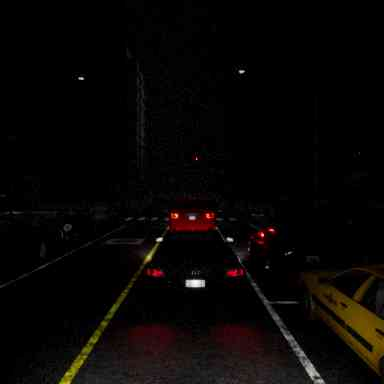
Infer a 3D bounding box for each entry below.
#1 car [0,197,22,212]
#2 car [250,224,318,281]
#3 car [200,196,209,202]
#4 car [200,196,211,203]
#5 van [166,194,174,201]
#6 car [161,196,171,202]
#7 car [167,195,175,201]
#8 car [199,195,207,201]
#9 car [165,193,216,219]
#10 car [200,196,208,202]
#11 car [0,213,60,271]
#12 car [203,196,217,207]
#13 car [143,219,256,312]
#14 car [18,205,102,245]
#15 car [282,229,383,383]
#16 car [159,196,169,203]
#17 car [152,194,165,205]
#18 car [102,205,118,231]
[{"bbox_3d":[-19.040,1.135,32.062,5.008,1.535,1.882,1,0,1],"label":"car"},{"bbox_3d":[2.769,1.566,9.677,1.947,1.339,4.313,0,0,0],"label":"car"},{"bbox_3d":[2.819,1.568,74.309,1.887,1.381,4.507,0,0,0],"label":"car"},{"bbox_3d":[2.815,1.571,68.871,2.008,1.369,4.403,0,0,0],"label":"car"},{"bbox_3d":[-5.698,1.372,85.191,1.690,1.788,3.998,0,0,0],"label":"van"},{"bbox_3d":[-5.706,1.548,74.146,1.752,1.417,4.829,0,0,0],"label":"car"},{"bbox_3d":[-5.693,1.585,90.629,2.008,1.369,4.403,0,0,0],"label":"car"},{"bbox_3d":[2.828,1.556,85.354,1.752,1.417,4.829,0,0,0],"label":"car"},{"bbox_3d":[0.016,1.223,17.227,2.150,2.045,5.566,0,0,0],"label":"car"},{"bbox_3d":[2.823,1.572,79.747,1.887,1.381,4.507,0,0,0],"label":"car"},{"bbox_3d":[-5.756,1.545,9.681,1.887,1.381,4.507,0,0,0],"label":"car"},{"bbox_3d":[2.802,1.452,52.559,1.967,1.590,4.097,0,0,0],"label":"car"},{"bbox_3d":[0.065,1.564,7.807,1.994,1.385,4.181,0,0,0],"label":"car"},{"bbox_3d":[-5.752,1.441,15.139,1.967,1.590,4.097,0,0,0],"label":"car"},{"bbox_3d":[2.765,1.525,4.390,1.752,1.417,4.829,0,0,0],"label":"car"},{"bbox_3d":[-5.710,1.602,68.878,1.802,1.307,4.206,0,0,0],"label":"car"},{"bbox_3d":[-5.719,1.329,58.003,2.192,1.841,5.009,0,0,0],"label":"car"},{"bbox_3d":[-5.748,1.527,20.425,1.752,1.417,4.829,0,0,0],"label":"car"}]
